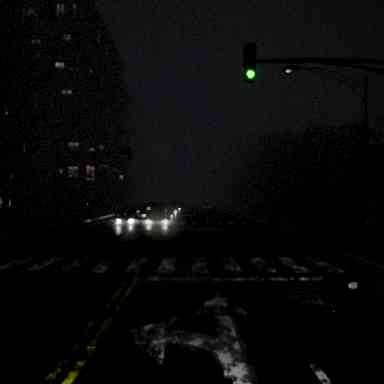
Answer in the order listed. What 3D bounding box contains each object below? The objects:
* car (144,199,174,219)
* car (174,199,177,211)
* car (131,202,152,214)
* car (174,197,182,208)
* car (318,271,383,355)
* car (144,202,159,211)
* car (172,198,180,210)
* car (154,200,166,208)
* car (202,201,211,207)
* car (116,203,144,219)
[{"bbox_3d":[-3.345,1.809,34.342,2.097,1.767,4.553,0,-1,0],"label":"car"},{"bbox_3d":[-3.341,2.060,43.565,1.882,1.535,5.008,0,-1,0],"label":"car"},{"bbox_3d":[-6.593,2.138,44.175,2.033,1.411,5.357,0,-1,0],"label":"car"},{"bbox_3d":[-3.242,2.140,67.847,2.150,2.045,5.566,0,-1,0],"label":"car"},{"bbox_3d":[3.352,1.602,3.979,2.033,1.411,5.357,0,-1,0],"label":"car"},{"bbox_3d":[-6.579,2.295,54.364,1.994,1.385,4.181,0,-1,0],"label":"car"},{"bbox_3d":[-3.331,2.231,54.019,1.837,1.490,4.892,0,-1,0],"label":"car"},{"bbox_3d":[-6.493,2.434,67.926,1.812,1.442,4.674,0,-1,0],"label":"car"},{"bbox_3d":[3.263,2.625,75.840,1.895,1.301,4.718,0,-1,0],"label":"car"},{"bbox_3d":[-6.593,2.029,34.947,1.994,1.385,4.181,0,-1,0],"label":"car"}]
